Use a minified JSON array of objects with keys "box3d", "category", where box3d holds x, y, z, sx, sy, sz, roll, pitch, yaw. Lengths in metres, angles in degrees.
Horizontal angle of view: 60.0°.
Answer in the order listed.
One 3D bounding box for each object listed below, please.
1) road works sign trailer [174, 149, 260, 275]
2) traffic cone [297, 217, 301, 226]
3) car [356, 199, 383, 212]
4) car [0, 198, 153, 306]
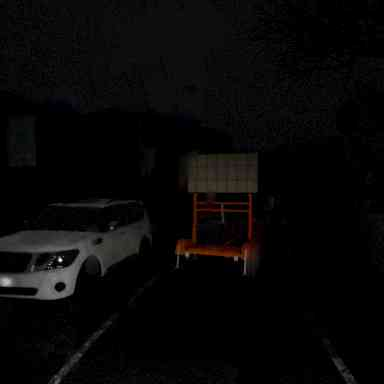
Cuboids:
[{"box3d":[1.011,0.461,10.684,2.380,3.560,2.880,0,0,21],"category":"road works sign trailer"},{"box3d":[7.175,1.984,22.225,0.340,0.580,0.340,1,0,21],"category":"traffic cone"},{"box3d":[22.239,1.597,40.787,5.008,1.535,1.882,1,1,-28],"category":"car"},{"box3d":[-2.689,1.206,8.474,2.150,2.045,5.566,0,0,11],"category":"car"}]
